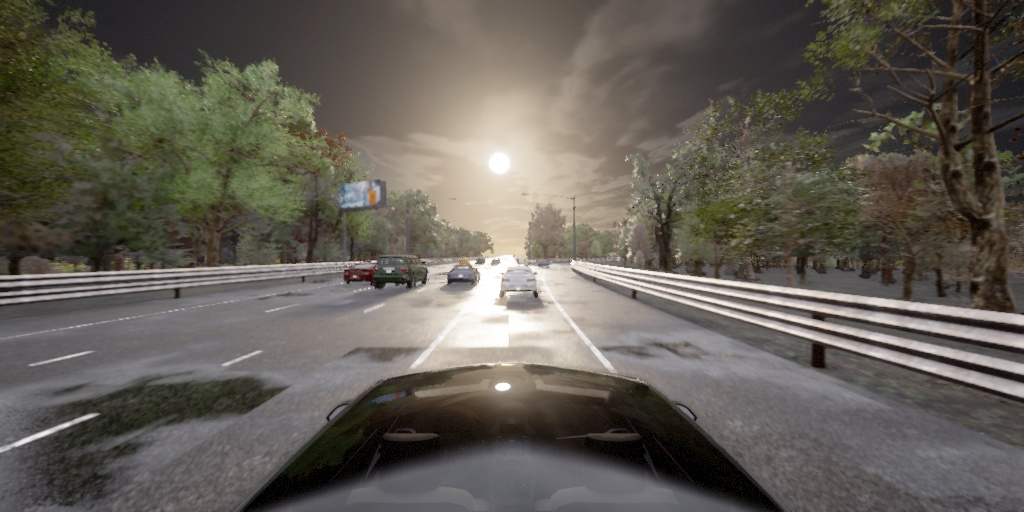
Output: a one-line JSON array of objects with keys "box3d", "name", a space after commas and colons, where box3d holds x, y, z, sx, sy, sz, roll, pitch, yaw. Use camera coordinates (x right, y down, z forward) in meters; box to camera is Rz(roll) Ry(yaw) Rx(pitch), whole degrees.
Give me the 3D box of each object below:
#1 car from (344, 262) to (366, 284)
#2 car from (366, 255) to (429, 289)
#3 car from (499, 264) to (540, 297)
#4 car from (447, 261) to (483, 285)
[{"box3d": [-10.407, 1.198, 26.203, 1.882, 1.535, 5.008, 0, 0, 0], "name": "car"}, {"box3d": [-6.906, 0.947, 22.783, 2.150, 2.045, 5.566, 0, 0, 0], "name": "car"}, {"box3d": [0.375, 1.255, 18.777, 1.812, 1.442, 4.674, 0, 0, 2], "name": "car"}, {"box3d": [-3.407, 1.286, 25.762, 1.994, 1.385, 4.181, 0, 0, 0], "name": "car"}]
